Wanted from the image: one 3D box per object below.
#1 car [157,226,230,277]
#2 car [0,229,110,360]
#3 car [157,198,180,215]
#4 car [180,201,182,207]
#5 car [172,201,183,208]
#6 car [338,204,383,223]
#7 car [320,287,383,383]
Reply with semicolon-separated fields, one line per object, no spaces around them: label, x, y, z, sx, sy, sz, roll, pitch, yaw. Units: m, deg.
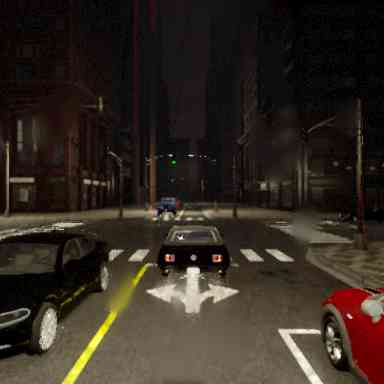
car;0.061;1.744;10.675;1.895;1.301;4.718;0;-1;1
car;-2.993;1.562;6.414;1.882;1.535;5.008;0;-1;0
car;-3.011;1.772;41.168;2.150;2.045;5.566;0;-1;0
car;-3.039;1.945;54.104;2.150;2.045;5.566;0;0;1
car;-3.000;2.499;69.200;1.994;1.385;4.181;0;-1;0
car;14.831;1.807;27.958;4.892;1.490;1.837;0;0;0
car;2.762;1.482;3.116;1.967;1.590;4.097;0;-1;0
